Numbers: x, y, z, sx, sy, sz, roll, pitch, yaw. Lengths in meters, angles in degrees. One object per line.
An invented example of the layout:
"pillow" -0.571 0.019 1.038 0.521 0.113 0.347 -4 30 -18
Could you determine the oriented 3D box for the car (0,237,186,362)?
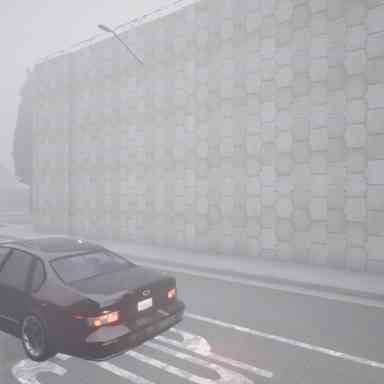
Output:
"car" -2.676 1.547 5.890 5.357 1.411 2.033 0 0 35
